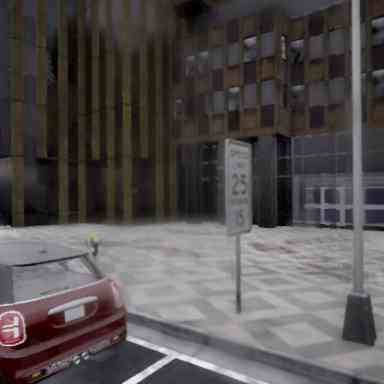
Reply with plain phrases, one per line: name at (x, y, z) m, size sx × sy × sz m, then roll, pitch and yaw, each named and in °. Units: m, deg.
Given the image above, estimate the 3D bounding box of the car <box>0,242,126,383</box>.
car at (-2.974, 1.493, 5.091) m, size 4.097 × 1.590 × 1.967 m, roll -1°, pitch 0°, yaw 36°
